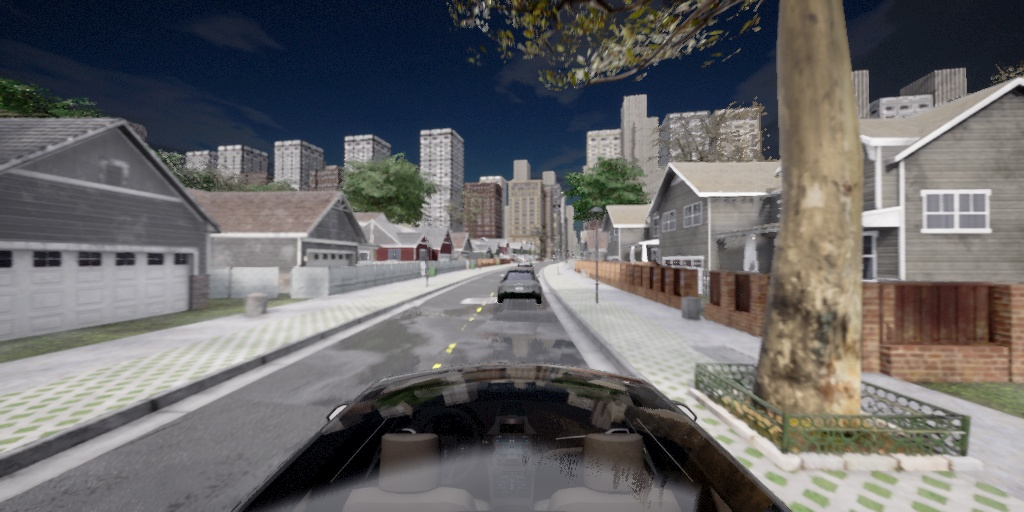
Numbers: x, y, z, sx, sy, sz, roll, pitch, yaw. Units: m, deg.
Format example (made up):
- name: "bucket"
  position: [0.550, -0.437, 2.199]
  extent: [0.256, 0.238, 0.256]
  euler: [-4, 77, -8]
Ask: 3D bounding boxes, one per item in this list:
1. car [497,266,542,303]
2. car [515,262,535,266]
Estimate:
- name: "car"
  position: [0.376, 1.330, 16.866]
  extent: [1.994, 1.385, 4.181]
  euler: [0, 0, 2]
- name: "car"
  position: [1.279, 1.283, 35.081]
  extent: [2.128, 1.511, 4.902]
  euler: [0, 0, 4]
